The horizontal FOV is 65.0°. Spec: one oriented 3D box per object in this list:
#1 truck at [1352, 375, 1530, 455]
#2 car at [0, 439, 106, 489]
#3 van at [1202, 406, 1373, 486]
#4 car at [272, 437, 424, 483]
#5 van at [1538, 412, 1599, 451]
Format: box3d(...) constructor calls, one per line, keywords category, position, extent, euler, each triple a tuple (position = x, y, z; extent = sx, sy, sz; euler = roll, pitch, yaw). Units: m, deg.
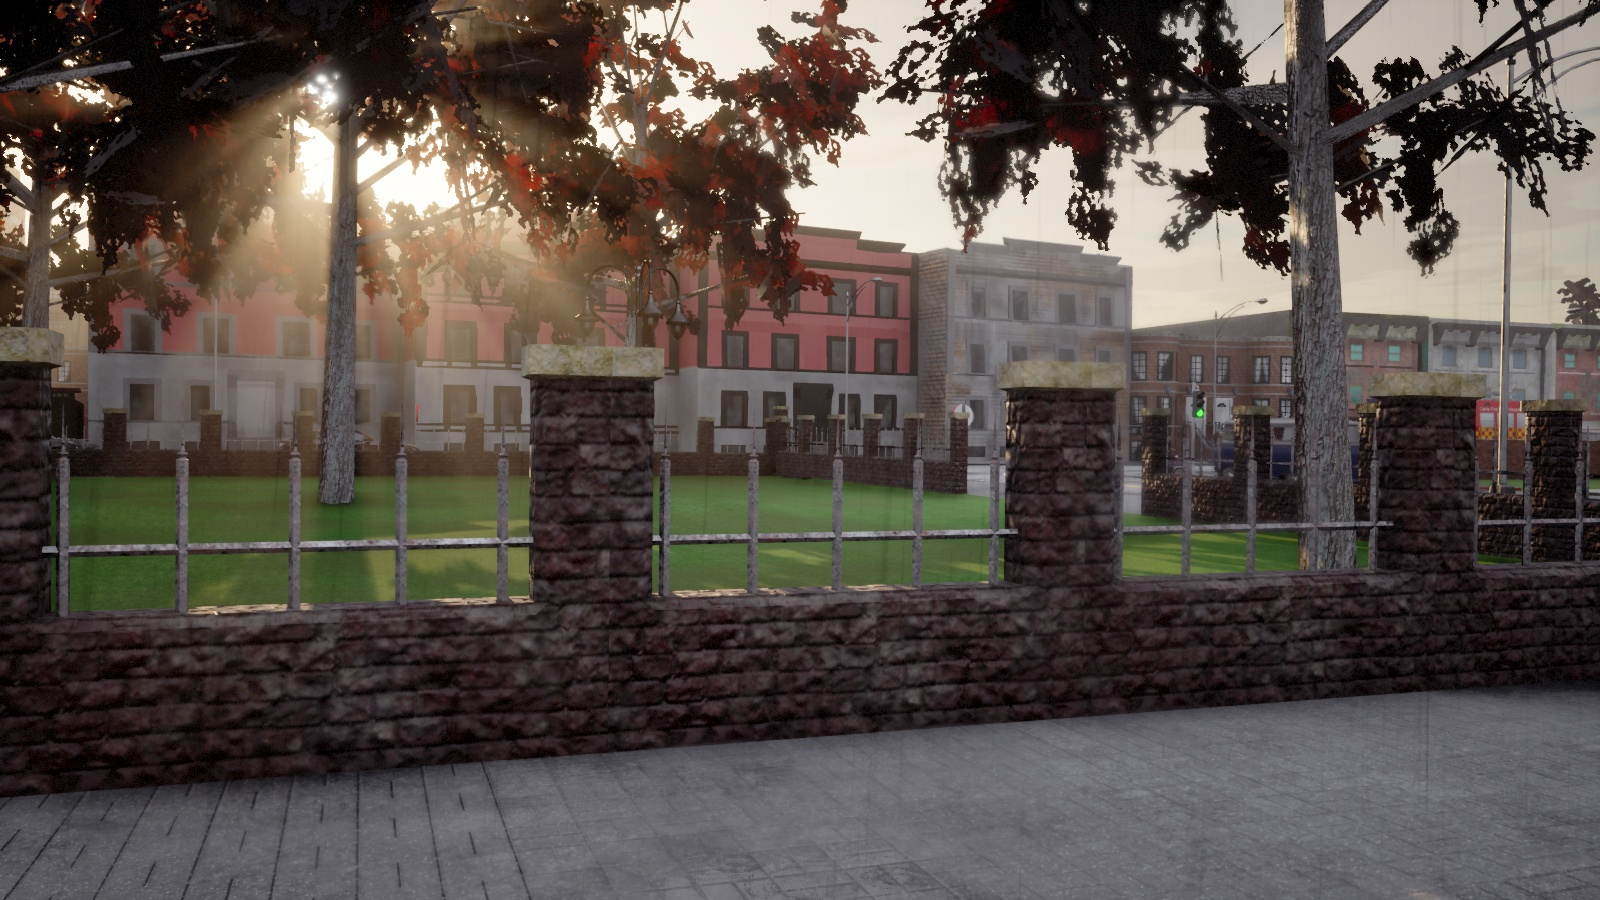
box3d(category="truck", position=(32.092, -1.736, 62.869), extent=(8.468, 3.827, 2.891), euler=(-1, 1, -19))
box3d(category="car", position=(-24.440, 0.434, 38.888), extent=(4.892, 1.490, 1.837), euler=(-1, 1, -19))
box3d(category="van", position=(12.874, -0.133, 33.463), extent=(1.775, 1.987, 4.442), euler=(-1, 1, -19))
box3d(category="car", position=(-15.118, 0.301, 42.160), extent=(4.674, 1.442, 1.812), euler=(-1, 1, -19))
box3d(category="van", position=(41.292, -0.970, 66.074), extent=(4.442, 1.987, 1.775), euler=(-1, 1, -19))
